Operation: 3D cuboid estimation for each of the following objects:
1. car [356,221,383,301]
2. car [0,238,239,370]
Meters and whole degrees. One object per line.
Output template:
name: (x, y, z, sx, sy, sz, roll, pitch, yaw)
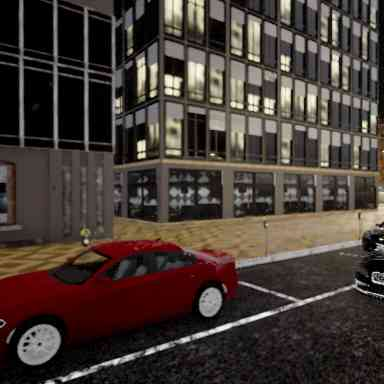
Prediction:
car: (5.523, 1.463, 7.311, 4.892, 1.490, 1.837, 0, 0, -35)
car: (-1.211, 1.536, 5.696, 4.507, 1.381, 1.887, 0, 0, -35)
